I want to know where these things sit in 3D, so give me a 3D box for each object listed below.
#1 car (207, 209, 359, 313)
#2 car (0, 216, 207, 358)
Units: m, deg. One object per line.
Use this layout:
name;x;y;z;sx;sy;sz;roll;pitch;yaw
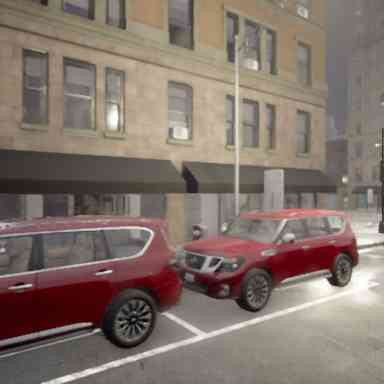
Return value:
car;2.004;1.373;7.973;5.009;1.841;2.192;1;-1;-36
car;-2.479;1.321;4.774;5.009;1.841;2.192;1;-1;-36
